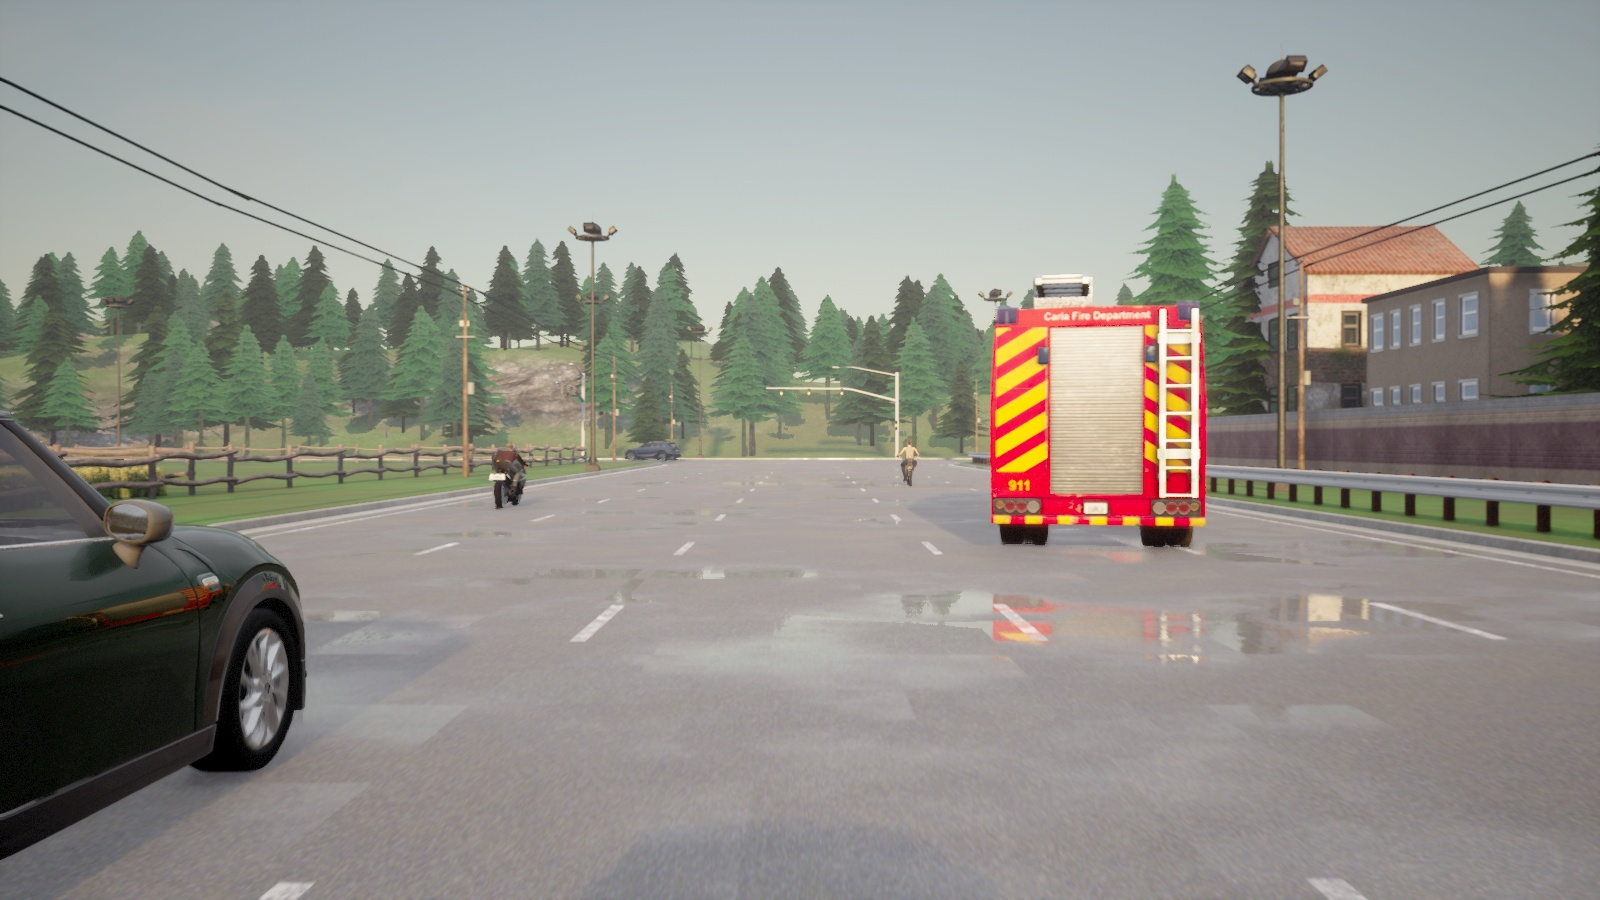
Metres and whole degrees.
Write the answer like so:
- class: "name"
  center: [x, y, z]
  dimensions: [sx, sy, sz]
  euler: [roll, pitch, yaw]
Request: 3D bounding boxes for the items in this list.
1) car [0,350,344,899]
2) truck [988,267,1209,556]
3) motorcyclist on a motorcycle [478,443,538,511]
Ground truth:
- class: "car"
  center: [-3.460, 0.578, 4.327]
  dimensions: [2.097, 1.767, 4.553]
  euler: [0, 0, 0]
- class: "truck"
  center: [4.928, -0.533, 21.057]
  dimensions: [2.891, 3.827, 8.468]
  euler: [0, 0, 13]
- class: "motorcyclist on a motorcycle"
  center: [-6.817, 0.610, 29.429]
  dimensions: [0.866, 1.530, 2.191]
  euler: [0, 0, 0]
